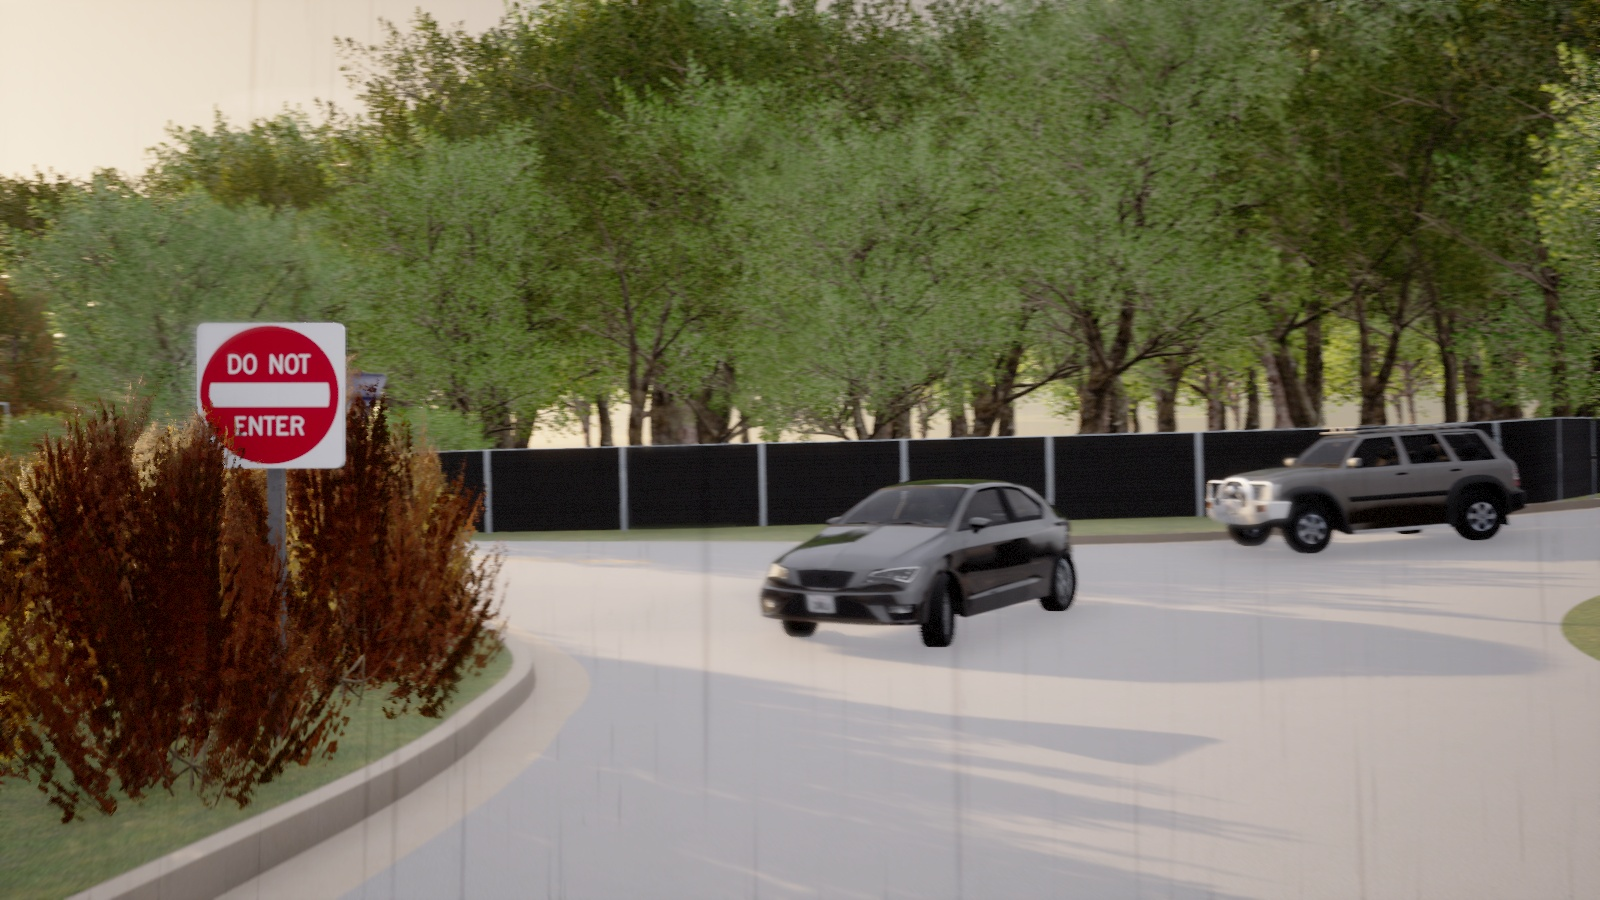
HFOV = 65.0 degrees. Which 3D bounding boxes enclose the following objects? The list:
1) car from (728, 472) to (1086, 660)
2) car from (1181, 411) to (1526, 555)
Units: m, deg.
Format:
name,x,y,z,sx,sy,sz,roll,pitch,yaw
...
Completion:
name,x,y,z,sx,sy,sz,roll,pitch,yaw
car,1.271,1.043,12.866,1.816,1.474,4.193,-2,0,33
car,8.691,0.487,19.876,4.605,1.855,1.932,-4,0,-11
